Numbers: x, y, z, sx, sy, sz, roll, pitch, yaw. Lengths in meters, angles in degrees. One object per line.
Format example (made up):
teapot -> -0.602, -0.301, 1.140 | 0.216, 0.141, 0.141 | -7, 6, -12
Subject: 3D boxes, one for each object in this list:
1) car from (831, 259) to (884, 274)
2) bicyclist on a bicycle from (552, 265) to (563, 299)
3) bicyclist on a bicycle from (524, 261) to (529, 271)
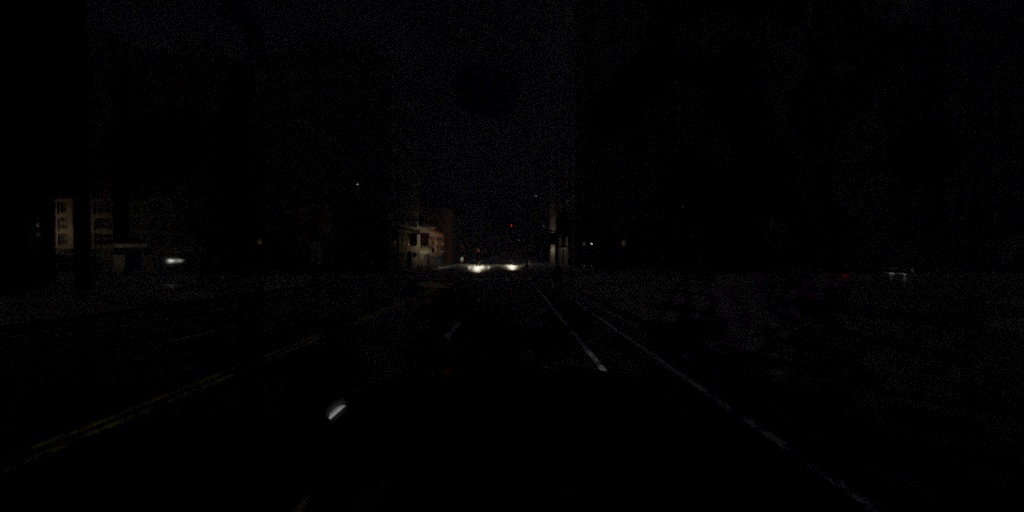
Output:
car -> 38.602, 1.180, 40.099 | 4.553, 1.767, 2.097 | 0, 1, 0
bicyclist on a bicycle -> 2.261, 1.288, 17.831 | 0.582, 1.620, 1.656 | 0, -1, 0
bicyclist on a bicycle -> 2.286, 1.500, 55.465 | 0.866, 1.612, 1.509 | 0, 0, 0
